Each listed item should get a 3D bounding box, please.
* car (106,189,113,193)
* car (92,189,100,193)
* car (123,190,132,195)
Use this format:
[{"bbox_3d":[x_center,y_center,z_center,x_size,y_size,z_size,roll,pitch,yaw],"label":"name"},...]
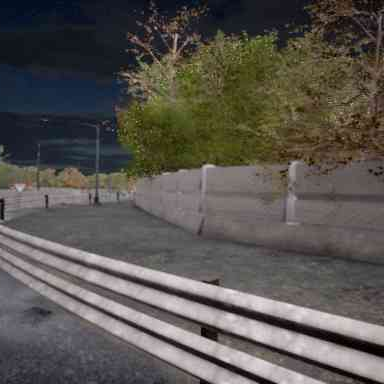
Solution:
[{"bbox_3d":[-22.650,0.023,91.138,2.128,1.511,4.902,1,1,-15],"label":"car"},{"bbox_3d":[-26.064,-0.085,90.369,1.882,1.535,5.008,1,1,-15],"label":"car"},{"bbox_3d":[-17.722,0.153,90.737,1.994,1.385,4.181,1,1,0],"label":"car"}]
